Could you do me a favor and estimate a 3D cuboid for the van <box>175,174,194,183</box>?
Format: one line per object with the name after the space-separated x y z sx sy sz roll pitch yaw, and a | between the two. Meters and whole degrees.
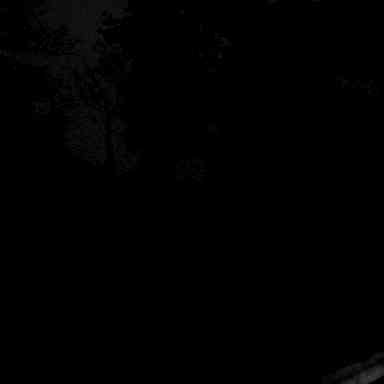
-1.671 -3.045 76.677 1.878 1.987 4.442 5 4 41 | van

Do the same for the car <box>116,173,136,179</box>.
-18.188 -4.319 91.402 2.097 1.535 5.008 5 4 41 | car

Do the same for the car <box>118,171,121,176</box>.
-16.673 -3.366 72.380 1.946 1.575 5.366 5 4 41 | car

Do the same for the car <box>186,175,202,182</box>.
1.918 -1.646 55.974 1.946 1.575 5.366 6 4 41 | car

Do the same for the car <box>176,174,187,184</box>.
0.180 -1.844 58.003 1.946 1.575 5.366 6 4 41 | car

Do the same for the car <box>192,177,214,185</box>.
2.543 -2.445 73.122 2.097 1.535 5.008 5 4 41 | car

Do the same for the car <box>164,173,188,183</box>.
-3.683 -3.258 78.571 2.435 2.045 5.566 5 4 41 | car

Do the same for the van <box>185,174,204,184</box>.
0.555 -2.858 75.023 1.878 1.987 4.442 5 4 41 | van

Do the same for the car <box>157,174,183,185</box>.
-4.065 -2.359 61.542 2.185 1.767 4.553 5 4 41 | car
